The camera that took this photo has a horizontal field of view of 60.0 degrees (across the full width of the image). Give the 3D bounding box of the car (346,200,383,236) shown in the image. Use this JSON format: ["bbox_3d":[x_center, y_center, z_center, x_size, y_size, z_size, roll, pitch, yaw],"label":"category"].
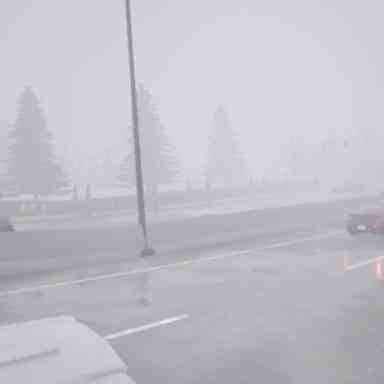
[{"bbox_3d":[8.313,1.044,13.971,4.674,1.442,1.812,-4,2,-35],"label":"car"}]

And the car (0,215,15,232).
[{"bbox_3d":[-10.201,1.490,13.911,4.902,1.511,2.128,0,0,-35],"label":"car"}]

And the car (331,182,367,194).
[{"bbox_3d":[17.989,-0.494,38.109,4.718,1.301,1.895,-5,3,-35],"label":"car"}]

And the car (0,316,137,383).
[{"bbox_3d":[-2.625,1.600,1.873,4.718,1.301,1.895,0,0,-35],"label":"car"}]
